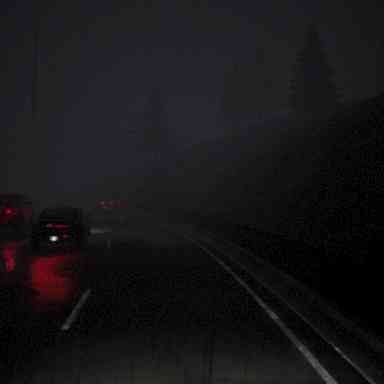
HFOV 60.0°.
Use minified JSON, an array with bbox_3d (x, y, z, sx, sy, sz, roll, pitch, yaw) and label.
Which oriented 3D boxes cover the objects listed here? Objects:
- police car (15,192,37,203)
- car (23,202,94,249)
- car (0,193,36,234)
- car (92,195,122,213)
[{"bbox_3d":[-28.636,0.919,57.240,1.930,1.638,5.238,-1,1,-43],"label":"police car"},{"bbox_3d":[-5.420,1.367,14.121,1.837,1.490,4.892,0,1,-13],"label":"car"},{"bbox_3d":[-9.996,1.065,17.837,2.150,2.045,5.566,0,1,-17],"label":"car"},{"bbox_3d":[-8.298,1.021,31.916,2.097,1.767,4.553,-1,1,-28],"label":"car"}]
